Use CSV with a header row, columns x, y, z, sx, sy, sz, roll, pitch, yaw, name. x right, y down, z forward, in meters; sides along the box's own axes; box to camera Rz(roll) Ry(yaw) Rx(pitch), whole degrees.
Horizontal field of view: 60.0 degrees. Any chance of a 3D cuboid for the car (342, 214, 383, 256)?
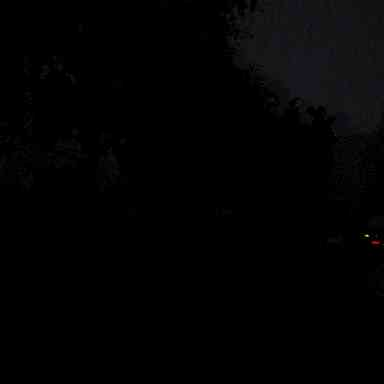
x,y,z,sx,sy,sz,roll,pitch,yaw,name
7.325,1.621,13.379,1.812,1.442,4.674,-3,-1,15,car
